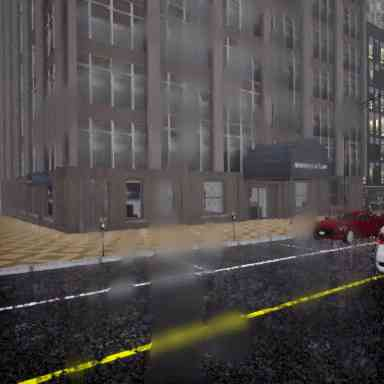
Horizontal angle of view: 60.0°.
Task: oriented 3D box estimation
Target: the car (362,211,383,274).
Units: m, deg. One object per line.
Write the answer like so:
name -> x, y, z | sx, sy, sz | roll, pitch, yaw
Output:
car -> 6.789, 1.218, 8.274 | 5.566, 2.045, 2.150 | 0, 0, -36

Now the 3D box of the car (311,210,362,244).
car -> 7.474, 1.542, 15.764 | 4.507, 1.381, 1.887 | 0, -1, -35

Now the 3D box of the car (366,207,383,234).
car -> 12.101, 1.547, 19.065 | 4.403, 1.369, 2.008 | 0, -1, -35
